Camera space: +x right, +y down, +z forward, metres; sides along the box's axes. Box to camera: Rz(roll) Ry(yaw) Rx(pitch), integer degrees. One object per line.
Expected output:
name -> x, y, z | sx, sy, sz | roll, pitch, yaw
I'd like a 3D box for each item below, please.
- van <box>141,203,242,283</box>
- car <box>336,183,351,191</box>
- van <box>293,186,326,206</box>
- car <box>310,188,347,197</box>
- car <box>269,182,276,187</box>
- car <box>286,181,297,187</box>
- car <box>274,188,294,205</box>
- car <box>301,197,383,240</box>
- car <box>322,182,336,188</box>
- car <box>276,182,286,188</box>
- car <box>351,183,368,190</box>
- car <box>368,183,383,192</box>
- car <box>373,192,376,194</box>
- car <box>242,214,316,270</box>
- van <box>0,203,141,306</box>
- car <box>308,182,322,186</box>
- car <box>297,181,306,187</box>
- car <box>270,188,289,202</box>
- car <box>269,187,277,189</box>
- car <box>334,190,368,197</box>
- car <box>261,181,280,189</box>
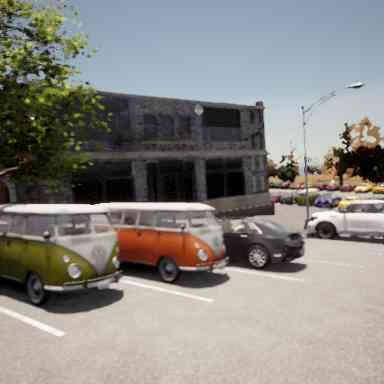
van -> -1.059, 1.306, 9.603 | 4.442, 1.987, 1.878 | -1, -1, 35
car -> 27.691, -0.784, 58.773 | 2.002, 1.452, 4.674 | 1, 5, 42
van -> 15.385, 0.695, 43.438 | 1.878, 1.987, 4.442 | 0, 6, 41
car -> 16.771, 0.925, 40.701 | 2.185, 1.767, 4.553 | 0, 6, 40
car -> 19.534, -1.537, 74.521 | 2.163, 1.488, 4.792 | 2, 6, 44
car -> 22.221, -1.443, 69.266 | 2.185, 1.767, 4.553 | 2, 6, 43
car -> 13.861, 0.815, 46.006 | 2.231, 1.521, 4.892 | 0, 6, 41
car -> 8.741, 1.403, 16.582 | 5.566, 2.045, 2.435 | -1, -1, 35
car -> 26.293, -0.905, 61.381 | 2.002, 1.452, 4.674 | 1, 5, 42
car -> 20.862, -1.441, 71.894 | 2.097, 1.535, 5.008 | 1, 5, 44
car -> 28.985, -0.695, 56.029 | 1.946, 1.575, 5.366 | 2, 5, 42
car -> 30.651, -0.605, 53.716 | 1.946, 1.575, 5.366 | 1, 5, 41
car -> 19.620, 1.324, 35.445 | 2.163, 1.488, 4.792 | 1, 6, 40
car -> 1.328, 1.564, 11.382 | 4.892, 1.521, 2.231 | -1, -1, 35
van -> -3.543, 1.275, 7.872 | 4.442, 1.987, 1.878 | -1, -2, 35
car -> 24.887, -1.190, 63.967 | 2.185, 1.767, 4.553 | 1, 5, 43
car -> 23.674, -1.208, 66.759 | 1.946, 1.575, 5.366 | 1, 5, 43
car -> 12.432, 0.733, 48.664 | 2.002, 1.452, 4.674 | 1, 6, 41
car -> 10.996, 0.613, 51.324 | 2.002, 1.452, 4.674 | 0, 6, 42
car -> 18.410, 1.140, 38.250 | 1.946, 1.575, 5.366 | 0, 6, 40
car -> 18.270, -1.671, 77.233 | 2.163, 1.488, 4.792 | 1, 5, 44
